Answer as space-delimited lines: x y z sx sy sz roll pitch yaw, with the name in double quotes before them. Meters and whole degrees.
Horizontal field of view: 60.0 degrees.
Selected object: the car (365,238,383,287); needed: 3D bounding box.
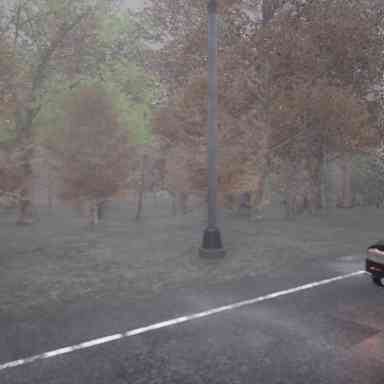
"car" 6.165 1.522 8.154 4.902 1.511 2.128 0 0 -35
